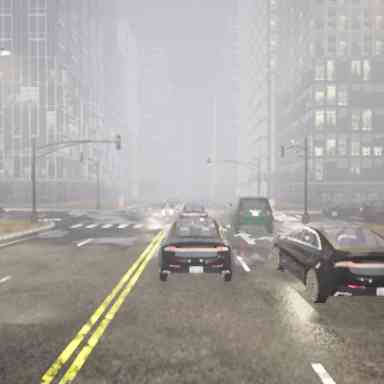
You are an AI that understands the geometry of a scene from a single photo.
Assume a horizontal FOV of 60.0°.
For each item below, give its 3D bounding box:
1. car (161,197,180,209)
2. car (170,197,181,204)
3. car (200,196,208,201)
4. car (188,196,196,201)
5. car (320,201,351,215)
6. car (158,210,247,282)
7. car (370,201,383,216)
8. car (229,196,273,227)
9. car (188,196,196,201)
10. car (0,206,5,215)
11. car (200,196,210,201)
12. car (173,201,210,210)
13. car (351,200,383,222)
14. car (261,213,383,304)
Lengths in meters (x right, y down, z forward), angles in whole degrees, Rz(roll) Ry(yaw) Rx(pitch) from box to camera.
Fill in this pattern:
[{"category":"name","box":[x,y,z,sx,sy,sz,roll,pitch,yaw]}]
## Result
[{"category":"car","box":[-3.357,1.611,48.406,2.128,1.511,4.902,0,0,0]},{"category":"car","box":[-3.271,1.721,67.643,1.994,1.385,4.181,0,0,0]},{"category":"car","box":[3.224,1.788,88.318,1.895,1.301,4.718,0,0,0]},{"category":"car","box":[-0.023,1.708,77.871,2.033,1.411,5.357,0,0,0]},{"category":"car","box":[15.248,1.713,32.918,4.892,1.490,1.837,1,1,2]},{"category":"car","box":[0.096,1.518,9.807,2.128,1.511,4.902,0,0,0]},{"category":"car","box":[21.799,1.757,35.374,4.829,1.417,1.752,1,0,1]},{"category":"car","box":[3.526,1.276,20.285,2.150,2.045,5.566,0,0,3]},{"category":"car","box":[-0.027,1.620,88.319,1.895,1.301,4.718,0,0,0]},{"category":"car","box":[-19.402,1.505,30.249,4.181,1.385,1.994,1,1,1]},{"category":"car","box":[3.226,1.730,78.655,1.994,1.385,4.181,0,0,0]},{"category":"car","box":[0.097,1.574,21.811,2.128,1.511,4.902,0,-1,0]},{"category":"car","box":[16.193,1.607,27.086,5.009,1.841,2.192,1,0,1]},{"category":"car","box":[3.347,1.514,8.181,2.128,1.511,4.902,0,0,0]}]
